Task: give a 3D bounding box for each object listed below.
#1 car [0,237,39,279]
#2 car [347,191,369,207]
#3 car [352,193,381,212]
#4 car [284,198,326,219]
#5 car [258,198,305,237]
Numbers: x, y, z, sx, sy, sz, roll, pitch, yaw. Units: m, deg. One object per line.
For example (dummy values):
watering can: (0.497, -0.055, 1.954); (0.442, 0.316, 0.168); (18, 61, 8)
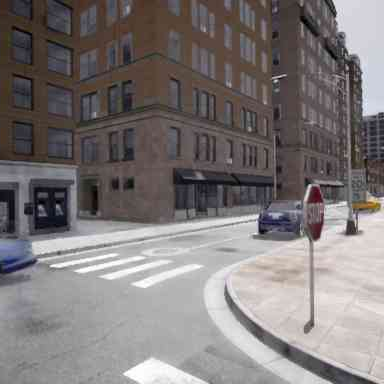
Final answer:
car: (-6.187, 1.557, 7.060); (2.033, 1.411, 5.357); (-1, 0, 37)
car: (22.357, 0.917, 44.262); (2.150, 2.045, 5.566); (-1, -1, 37)
car: (17.480, 1.157, 33.175); (1.882, 1.535, 5.008); (-1, -1, 37)
car: (9.409, 1.303, 27.467); (1.837, 1.490, 4.892); (-1, 0, 37)
car: (5.172, 1.173, 17.067); (2.097, 1.767, 4.553); (-1, 0, 37)
